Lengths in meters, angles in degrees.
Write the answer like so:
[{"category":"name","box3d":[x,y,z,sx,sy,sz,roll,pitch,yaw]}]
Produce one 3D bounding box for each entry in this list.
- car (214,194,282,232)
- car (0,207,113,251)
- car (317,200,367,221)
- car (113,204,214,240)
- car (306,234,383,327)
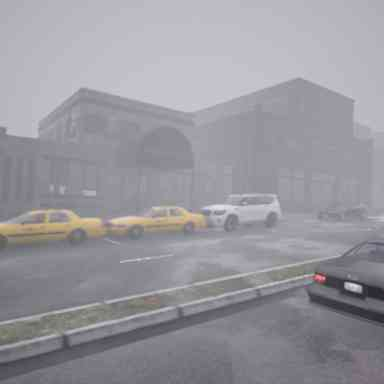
[{"category":"car","box3d":[2.999,1.140,20.014,5.566,2.045,2.435,0,0,-36]},{"category":"car","box3d":[-6.226,1.394,13.429,5.366,1.575,1.946,0,0,-36]},{"category":"car","box3d":[11.984,1.416,26.440,4.792,1.488,2.163,0,0,-35]},{"category":"car","box3d":[-1.730,1.391,16.641,5.366,1.575,1.946,0,0,-36]},{"category":"car","box3d":[4.566,1.538,6.673,5.357,1.411,2.033,0,0,-36]}]
